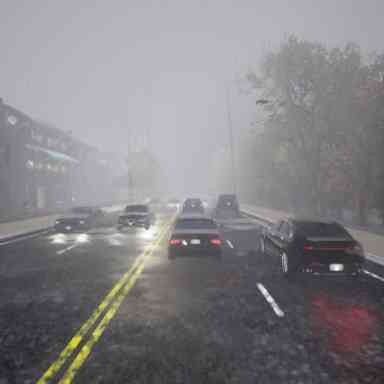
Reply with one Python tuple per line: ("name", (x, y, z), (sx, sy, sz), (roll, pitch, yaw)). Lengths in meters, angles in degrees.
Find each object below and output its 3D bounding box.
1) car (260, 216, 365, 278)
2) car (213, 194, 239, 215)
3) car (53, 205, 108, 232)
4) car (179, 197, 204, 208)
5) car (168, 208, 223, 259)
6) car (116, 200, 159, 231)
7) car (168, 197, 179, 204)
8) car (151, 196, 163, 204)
("car", (3.351, 1.495, 10.129), (1.837, 1.490, 4.892), (0, 0, 0))
("car", (3.353, 1.189, 33.162), (2.150, 2.045, 5.566), (0, 0, 0))
("car", (-6.598, 1.527, 20.425), (2.033, 1.411, 5.357), (0, 0, 0))
("car", (0.104, 1.319, 33.468), (2.097, 1.767, 4.553), (0, 0, 0))
("car", (0.102, 1.535, 12.453), (2.033, 1.411, 5.357), (0, 0, 0))
("car", (-3.347, 1.485, 20.526), (1.837, 1.490, 4.892), (0, 0, 0))
("car", (-3.274, 1.540, 61.032), (1.895, 1.301, 4.718), (0, 0, 1))
("car", (-6.529, 1.502, 61.062), (1.994, 1.385, 4.181), (0, 0, 1))
